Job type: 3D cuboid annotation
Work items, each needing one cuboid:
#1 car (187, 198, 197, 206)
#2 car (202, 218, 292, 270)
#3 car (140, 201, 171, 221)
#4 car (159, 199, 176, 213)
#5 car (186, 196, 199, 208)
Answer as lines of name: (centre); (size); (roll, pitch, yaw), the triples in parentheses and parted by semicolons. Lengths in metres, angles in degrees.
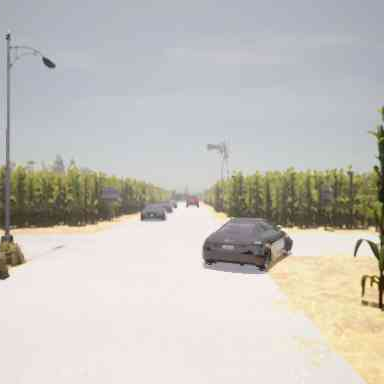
car: (0.011, 2.162, 70.111); (1.882, 1.535, 5.008); (0, -1, 0)
car: (1.985, 1.579, 11.254); (1.994, 1.385, 4.181); (-1, -1, 28)
car: (-3.193, 1.688, 28.359); (1.994, 1.385, 4.181); (0, 0, 0)
car: (-3.189, 1.639, 38.561); (1.837, 1.490, 4.892); (0, 0, 0)
car: (0.107, 1.683, 57.494); (2.150, 2.045, 5.566); (0, -2, 0)
